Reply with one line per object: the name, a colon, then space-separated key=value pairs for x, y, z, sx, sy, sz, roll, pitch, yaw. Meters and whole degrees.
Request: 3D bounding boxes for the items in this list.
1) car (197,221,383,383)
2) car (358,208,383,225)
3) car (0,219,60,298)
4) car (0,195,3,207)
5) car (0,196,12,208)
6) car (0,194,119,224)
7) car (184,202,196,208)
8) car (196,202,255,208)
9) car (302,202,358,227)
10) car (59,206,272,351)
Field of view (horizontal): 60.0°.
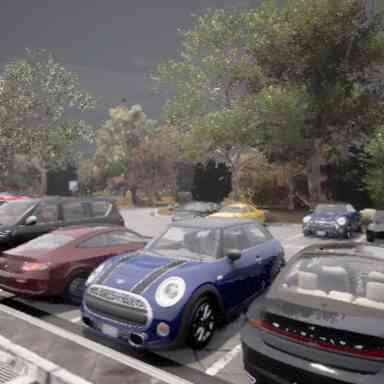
car: x=2.412 y=1.483 z=4.821 sx=2.231 sy=1.521 sz=4.892 roll=0 pitch=0 yaw=35
car: x=9.586 y=1.509 z=15.741 sx=2.163 sy=1.488 sz=4.792 roll=0 pitch=0 yaw=35
car: x=-2.156 y=1.486 z=8.073 sx=2.002 sy=1.452 sz=4.674 roll=0 pitch=0 yaw=35
car: x=-26.716 y=1.203 z=41.578 sx=2.097 sy=1.535 sz=5.008 roll=0 pitch=0 yaw=35
car: x=-24.546 y=1.255 z=40.038 sx=2.002 sy=1.452 sz=4.674 roll=0 pitch=0 yaw=35
car: x=-4.454 y=1.177 z=9.675 sx=2.435 sy=2.045 sz=5.566 roll=0 pitch=0 yaw=35
car: x=0.556 y=1.410 z=22.203 sx=2.231 sy=1.521 sz=4.892 roll=0 pitch=0 yaw=35
car: x=2.708 y=1.423 z=20.439 sx=1.946 sy=1.575 sz=5.366 roll=0 pitch=0 yaw=35
car: x=7.358 y=1.336 z=17.399 sx=2.185 sy=1.767 sz=4.553 roll=0 pitch=0 yaw=35
car: x=0.150 y=1.338 z=6.475 sx=2.185 sy=1.767 sz=4.553 roll=0 pitch=0 yaw=35
